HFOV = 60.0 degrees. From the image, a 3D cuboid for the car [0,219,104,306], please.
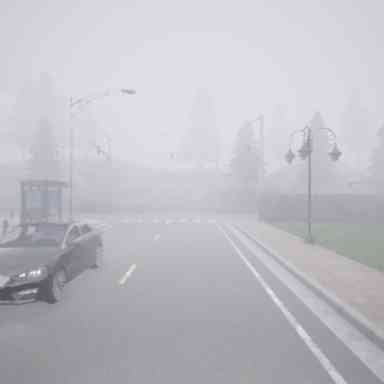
[{"bbox_3d":[-3.578,1.482,8.236,2.128,1.511,4.902,0,0,0],"label":"car"}]
